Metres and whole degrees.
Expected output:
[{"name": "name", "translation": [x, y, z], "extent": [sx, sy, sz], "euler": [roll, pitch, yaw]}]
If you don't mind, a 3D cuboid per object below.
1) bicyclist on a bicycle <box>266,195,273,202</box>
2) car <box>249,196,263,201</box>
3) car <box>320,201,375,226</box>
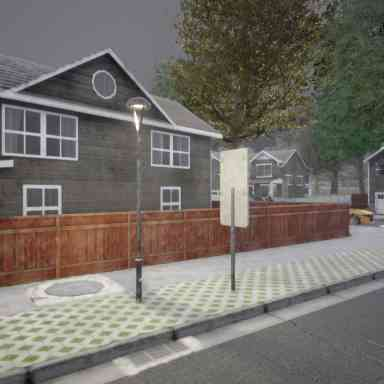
[{"name": "bicyclist on a bicycle", "translation": [7.508, 1.130, 32.287], "extent": [0.582, 1.620, 1.656], "euler": [1, 1, 43]}, {"name": "car", "translation": [4.704, 1.176, 30.921], "extent": [4.553, 1.767, 2.097], "euler": [1, 1, 43]}, {"name": "car", "translation": [9.490, 1.378, 22.428], "extent": [5.008, 1.535, 1.882], "euler": [1, 0, 43]}]
